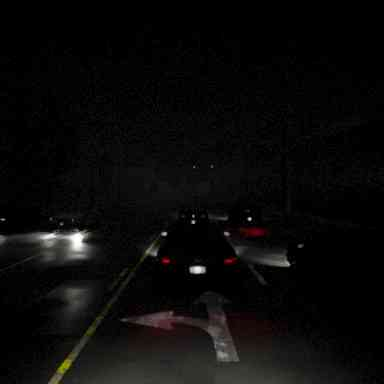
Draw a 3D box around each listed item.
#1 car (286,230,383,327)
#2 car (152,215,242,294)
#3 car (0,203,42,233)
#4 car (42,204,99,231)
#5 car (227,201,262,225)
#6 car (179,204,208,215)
[{"bbox_3d":[3.594,1.538,7.102,2.033,1.411,5.357,0,0,0],"label":"car"},{"bbox_3d":[0.102,1.546,8.797,1.994,1.385,4.181,0,0,0],"label":"car"},{"bbox_3d":[-10.520,1.422,19.364,2.128,1.511,4.902,0,0,0],"label":"car"},{"bbox_3d":[-7.013,1.447,20.251,1.812,1.442,4.674,0,0,0],"label":"car"},{"bbox_3d":[3.597,1.402,23.144,1.837,1.490,4.892,0,1,0],"label":"car"},{"bbox_3d":[0.065,1.502,22.722,1.895,1.301,4.718,0,1,0],"label":"car"}]
